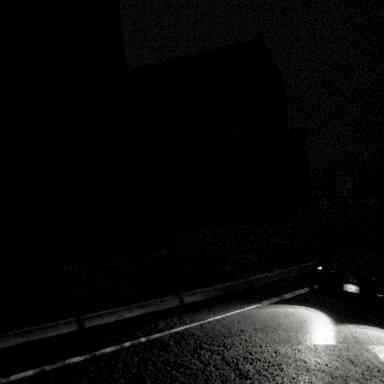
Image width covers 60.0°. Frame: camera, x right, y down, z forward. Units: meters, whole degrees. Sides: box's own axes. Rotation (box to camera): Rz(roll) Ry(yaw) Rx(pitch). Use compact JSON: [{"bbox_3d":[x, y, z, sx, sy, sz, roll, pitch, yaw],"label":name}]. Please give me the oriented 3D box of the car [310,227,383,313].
[{"bbox_3d":[4.381,1.501,7.196,4.181,1.385,1.994,-1,1,-39],"label":"car"}]
